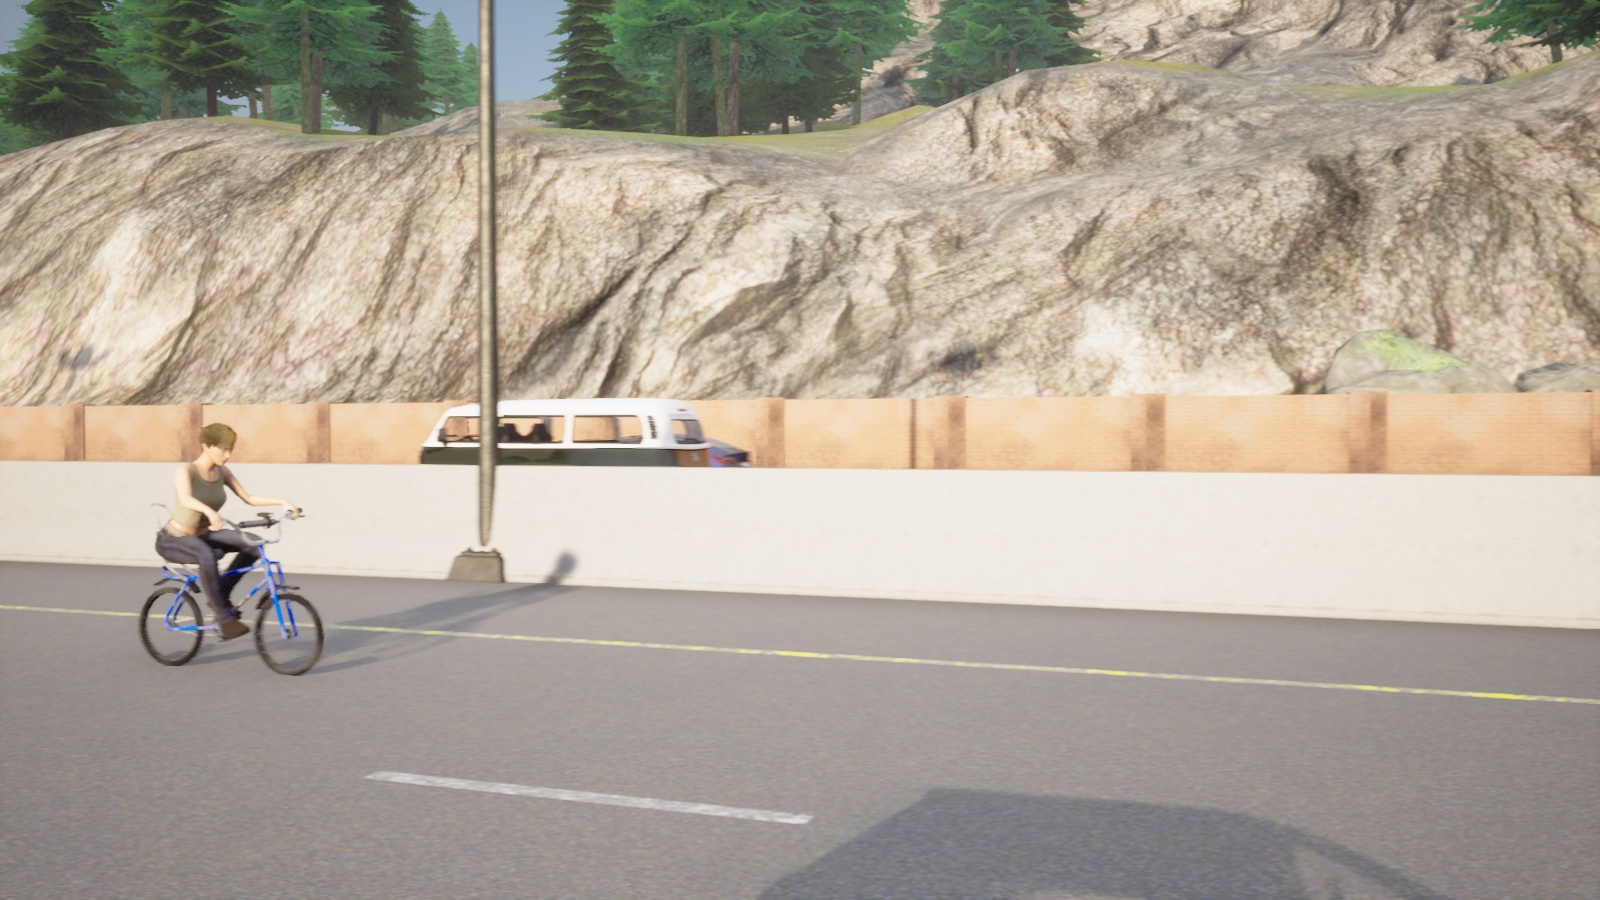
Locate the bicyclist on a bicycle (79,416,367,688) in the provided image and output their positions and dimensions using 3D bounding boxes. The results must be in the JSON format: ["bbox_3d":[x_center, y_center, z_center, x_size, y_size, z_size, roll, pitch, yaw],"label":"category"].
[{"bbox_3d":[-3.724,0.599,8.141,1.509,1.612,0.866,1,1,19],"label":"bicyclist on a bicycle"}]

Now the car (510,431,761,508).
[{"bbox_3d":[-3.448,0.352,26.507,4.792,1.488,2.163,1,1,19],"label":"car"}]

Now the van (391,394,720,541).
[{"bbox_3d":[-3.707,0.201,19.206,4.480,2.038,2.069,1,1,19],"label":"van"}]
